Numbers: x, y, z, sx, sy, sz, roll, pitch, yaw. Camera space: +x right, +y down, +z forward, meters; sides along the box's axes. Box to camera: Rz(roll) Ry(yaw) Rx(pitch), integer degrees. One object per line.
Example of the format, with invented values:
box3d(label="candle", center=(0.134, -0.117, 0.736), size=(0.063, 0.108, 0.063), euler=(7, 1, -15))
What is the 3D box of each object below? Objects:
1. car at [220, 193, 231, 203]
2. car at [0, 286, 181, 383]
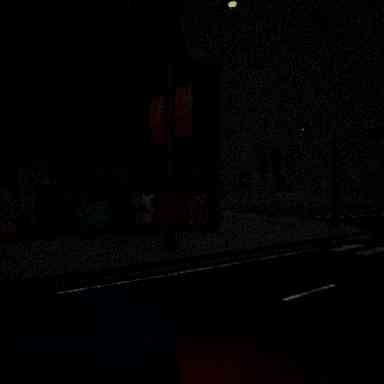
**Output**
box3d(label="car", center=(5.964, 1.281, 69.071), size=(2.150, 2.045, 5.566), euler=(0, 0, -22))
box3d(label="car", center=(-2.424, 1.473, 1.985), size=(5.008, 1.535, 1.882), euler=(0, 0, -36))
